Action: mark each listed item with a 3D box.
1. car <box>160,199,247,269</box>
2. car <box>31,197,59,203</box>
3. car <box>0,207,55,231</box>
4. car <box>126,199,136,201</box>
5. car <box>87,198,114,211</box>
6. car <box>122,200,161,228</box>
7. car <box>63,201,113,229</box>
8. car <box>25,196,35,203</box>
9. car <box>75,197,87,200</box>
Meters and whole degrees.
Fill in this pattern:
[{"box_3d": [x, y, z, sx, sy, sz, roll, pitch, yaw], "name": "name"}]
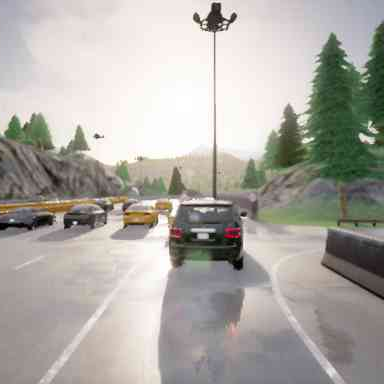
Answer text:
[{"box_3d": [0.694, 1.255, 11.477, 2.150, 2.045, 5.566, 0, 0, 9], "name": "car"}, {"box_3d": [-21.113, 1.730, 48.597, 1.895, 1.301, 4.718, 0, 0, -1], "name": "car"}, {"box_3d": [-10.399, 1.621, 21.271, 1.994, 1.385, 4.181, 0, 0, 0], "name": "car"}, {"box_3d": [-6.922, 1.608, 38.826, 1.837, 1.490, 4.892, 0, 0, 0], "name": "car"}, {"box_3d": [-10.421, 1.608, 38.857, 1.837, 1.490, 4.892, 0, 0, 0], "name": "car"}, {"box_3d": [-3.398, 1.538, 22.723, 1.882, 1.535, 5.008, 0, 0, 0], "name": "car"}, {"box_3d": [-6.897, 1.564, 22.021, 1.837, 1.490, 4.892, 0, 0, 0], "name": "car"}, {"box_3d": [-28.274, 1.513, 60.283, 2.097, 1.767, 4.553, 0, 0, 0], "name": "car"}, {"box_3d": [-21.290, 1.660, 63.915, 2.128, 1.511, 4.902, 0, 0, -1], "name": "car"}]
